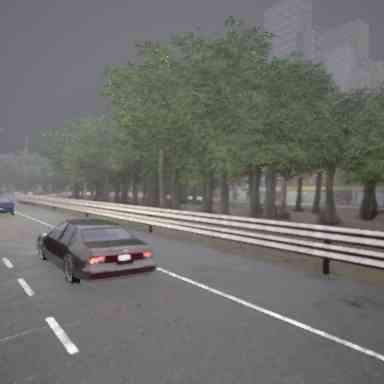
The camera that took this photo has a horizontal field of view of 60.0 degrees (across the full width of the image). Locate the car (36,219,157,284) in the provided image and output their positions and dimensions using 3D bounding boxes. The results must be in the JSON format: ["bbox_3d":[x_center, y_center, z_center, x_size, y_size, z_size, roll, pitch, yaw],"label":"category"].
[{"bbox_3d":[-2.974,1.484,9.489,2.033,1.411,5.357,1,0,-36],"label":"car"}]

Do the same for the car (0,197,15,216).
[{"bbox_3d":[-16.124,1.143,27.757,1.882,1.535,5.008,1,0,-36],"label":"car"}]
